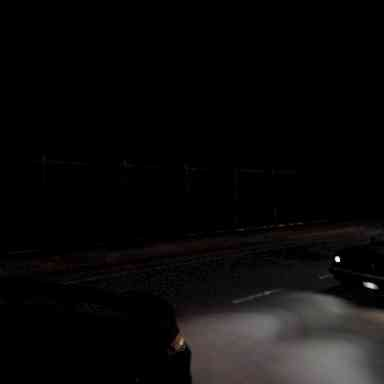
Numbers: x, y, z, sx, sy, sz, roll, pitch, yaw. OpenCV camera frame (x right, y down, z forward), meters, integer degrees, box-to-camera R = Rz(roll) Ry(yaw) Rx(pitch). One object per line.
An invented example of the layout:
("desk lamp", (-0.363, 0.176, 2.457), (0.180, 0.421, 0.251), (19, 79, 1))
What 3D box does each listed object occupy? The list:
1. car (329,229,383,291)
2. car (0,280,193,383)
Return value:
("car", (5.315, 1.522, 7.904), (4.718, 1.301, 1.895), (-1, 0, -36))
("car", (-2.142, 1.530, 2.437), (4.674, 1.442, 1.812), (-1, 0, -36))
